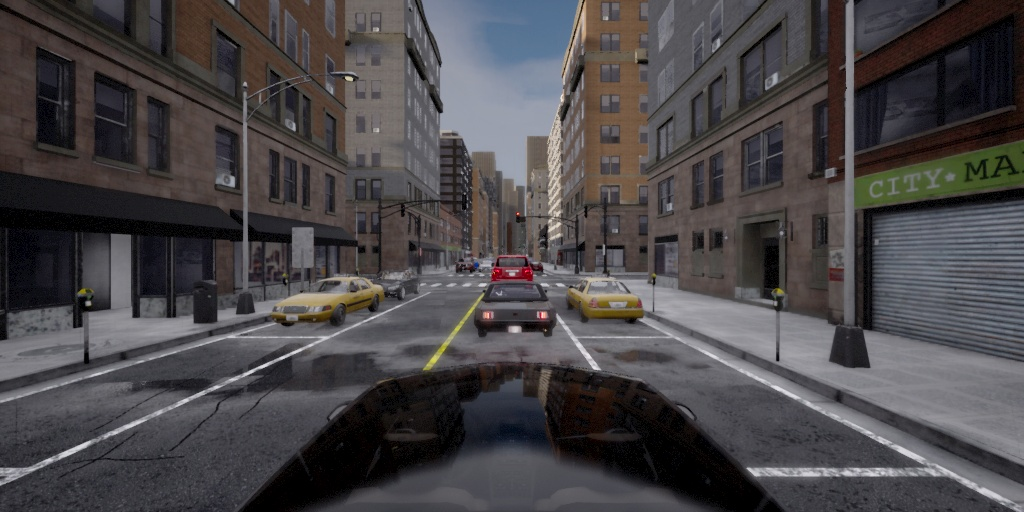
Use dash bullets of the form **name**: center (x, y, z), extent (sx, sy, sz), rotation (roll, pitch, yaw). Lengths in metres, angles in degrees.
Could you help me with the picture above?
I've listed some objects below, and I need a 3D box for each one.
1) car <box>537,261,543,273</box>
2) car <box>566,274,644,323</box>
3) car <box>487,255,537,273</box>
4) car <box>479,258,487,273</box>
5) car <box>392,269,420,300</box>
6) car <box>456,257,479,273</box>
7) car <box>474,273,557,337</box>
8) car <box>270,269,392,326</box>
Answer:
- **car**: center (2.874, 1.307, 44.112), extent (1.888, 1.381, 4.507), rotation (0, 0, 0)
- **car**: center (2.861, 1.276, 11.983), extent (1.751, 1.417, 4.829), rotation (0, 0, 0)
- **car**: center (0.008, 0.974, 19.993), extent (2.150, 2.045, 5.566), rotation (0, 0, 0)
- **car**: center (-3.081, 1.288, 44.717), extent (1.812, 1.442, 4.674), rotation (0, 0, 0)
- **car**: center (-5.662, 1.302, 17.342), extent (2.007, 1.370, 4.403), rotation (0, 0, 0)
- **car**: center (-5.651, 1.077, 44.116), extent (2.192, 1.841, 5.009), rotation (0, 0, 0)
- **car**: center (0.085, 1.351, 10.223), extent (1.895, 1.301, 4.718), rotation (0, 0, 0)
- **car**: center (-5.664, 1.276, 11.647), extent (1.751, 1.417, 4.829), rotation (0, 0, 0)
